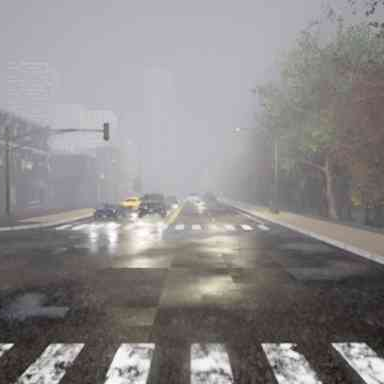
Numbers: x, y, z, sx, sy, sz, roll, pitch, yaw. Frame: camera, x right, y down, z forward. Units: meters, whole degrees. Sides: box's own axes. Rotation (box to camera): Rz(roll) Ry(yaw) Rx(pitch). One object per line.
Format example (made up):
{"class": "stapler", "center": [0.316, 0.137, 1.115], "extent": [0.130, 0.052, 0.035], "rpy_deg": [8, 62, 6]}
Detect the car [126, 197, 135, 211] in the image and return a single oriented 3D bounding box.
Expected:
{"class": "car", "center": [-6.539, 1.338, 36.336], "extent": [1.882, 1.535, 5.008], "rpy_deg": [0, 0, 0]}

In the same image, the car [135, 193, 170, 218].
{"class": "car", "center": [-3.315, 1.110, 29.052], "extent": [2.150, 2.045, 5.566], "rpy_deg": [0, 0, -1]}

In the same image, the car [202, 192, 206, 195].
{"class": "car", "center": [3.364, 0.957, 68.714], "extent": [2.150, 2.045, 5.566], "rpy_deg": [0, 0, 0]}

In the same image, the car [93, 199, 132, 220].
{"class": "car", "center": [-6.563, 1.497, 27.206], "extent": [1.895, 1.301, 4.718], "rpy_deg": [0, 0, 1]}

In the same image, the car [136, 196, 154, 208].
{"class": "car", "center": [-6.512, 1.325, 46.441], "extent": [1.837, 1.490, 4.892], "rpy_deg": [0, 0, 1]}

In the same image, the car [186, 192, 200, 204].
{"class": "car", "center": [0.199, 0.996, 58.173], "extent": [2.150, 2.045, 5.566], "rpy_deg": [0, 0, 0]}

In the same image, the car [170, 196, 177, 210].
{"class": "car", "center": [-3.286, 1.395, 39.627], "extent": [2.033, 1.411, 5.357], "rpy_deg": [0, 0, 0]}

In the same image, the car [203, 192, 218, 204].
{"class": "car", "center": [3.447, 1.279, 58.253], "extent": [1.837, 1.490, 4.892], "rpy_deg": [0, 0, 0]}
